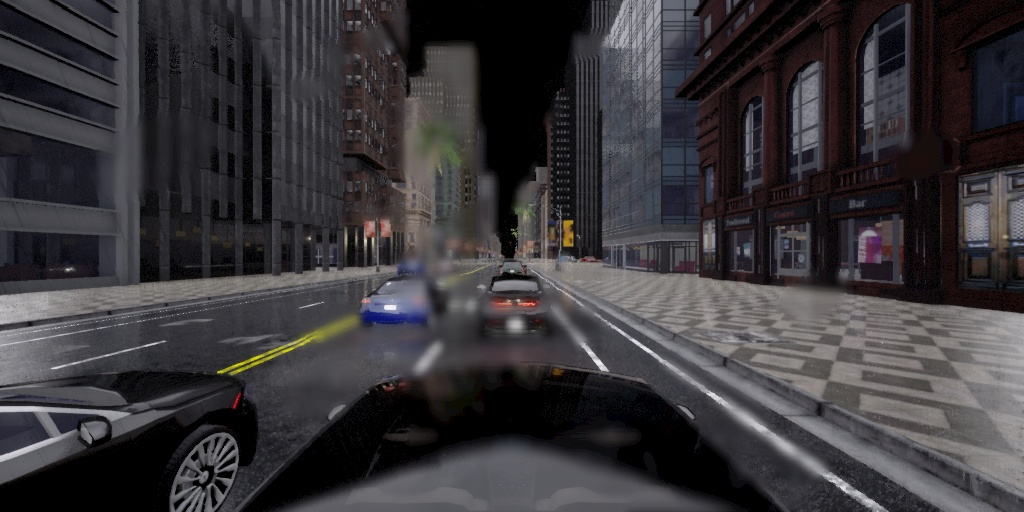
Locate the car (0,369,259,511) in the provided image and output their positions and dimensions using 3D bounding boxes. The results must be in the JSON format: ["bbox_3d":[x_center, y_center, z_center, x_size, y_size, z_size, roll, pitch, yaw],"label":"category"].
[{"bbox_3d":[-3.147,1.241,1.179,2.128,1.511,4.902,0,0,0],"label":"car"}]

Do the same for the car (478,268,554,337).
[{"bbox_3d":[0.091,1.255,10.223,1.837,1.490,4.892,0,0,0],"label":"car"}]

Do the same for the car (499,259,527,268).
[{"bbox_3d":[0.058,1.102,27.674,2.097,1.767,4.553,0,0,1],"label":"car"}]

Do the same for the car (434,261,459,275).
[{"bbox_3d":[-6.642,1.276,36.198,1.812,1.442,4.674,0,0,0],"label":"car"}]

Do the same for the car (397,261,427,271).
[{"bbox_3d":[-9.892,1.228,35.679,1.882,1.535,5.008,0,0,0],"label":"car"}]

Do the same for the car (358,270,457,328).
[{"bbox_3d":[-3.160,1.313,11.348,1.994,1.385,4.181,0,0,0],"label":"car"}]
